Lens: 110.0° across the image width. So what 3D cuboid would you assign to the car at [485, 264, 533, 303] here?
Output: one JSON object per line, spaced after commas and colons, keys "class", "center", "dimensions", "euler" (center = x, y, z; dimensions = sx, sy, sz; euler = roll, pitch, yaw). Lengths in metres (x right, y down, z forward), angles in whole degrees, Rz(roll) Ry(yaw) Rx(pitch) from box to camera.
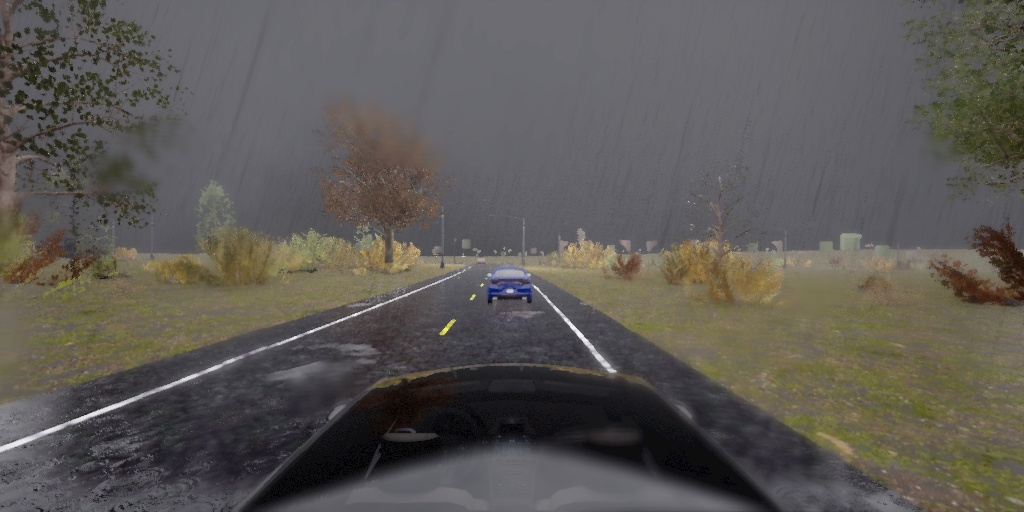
{"class": "car", "center": [-0.123, 1.231, 16.566], "dimensions": [1.882, 1.535, 5.008], "euler": [0, 0, -1]}
